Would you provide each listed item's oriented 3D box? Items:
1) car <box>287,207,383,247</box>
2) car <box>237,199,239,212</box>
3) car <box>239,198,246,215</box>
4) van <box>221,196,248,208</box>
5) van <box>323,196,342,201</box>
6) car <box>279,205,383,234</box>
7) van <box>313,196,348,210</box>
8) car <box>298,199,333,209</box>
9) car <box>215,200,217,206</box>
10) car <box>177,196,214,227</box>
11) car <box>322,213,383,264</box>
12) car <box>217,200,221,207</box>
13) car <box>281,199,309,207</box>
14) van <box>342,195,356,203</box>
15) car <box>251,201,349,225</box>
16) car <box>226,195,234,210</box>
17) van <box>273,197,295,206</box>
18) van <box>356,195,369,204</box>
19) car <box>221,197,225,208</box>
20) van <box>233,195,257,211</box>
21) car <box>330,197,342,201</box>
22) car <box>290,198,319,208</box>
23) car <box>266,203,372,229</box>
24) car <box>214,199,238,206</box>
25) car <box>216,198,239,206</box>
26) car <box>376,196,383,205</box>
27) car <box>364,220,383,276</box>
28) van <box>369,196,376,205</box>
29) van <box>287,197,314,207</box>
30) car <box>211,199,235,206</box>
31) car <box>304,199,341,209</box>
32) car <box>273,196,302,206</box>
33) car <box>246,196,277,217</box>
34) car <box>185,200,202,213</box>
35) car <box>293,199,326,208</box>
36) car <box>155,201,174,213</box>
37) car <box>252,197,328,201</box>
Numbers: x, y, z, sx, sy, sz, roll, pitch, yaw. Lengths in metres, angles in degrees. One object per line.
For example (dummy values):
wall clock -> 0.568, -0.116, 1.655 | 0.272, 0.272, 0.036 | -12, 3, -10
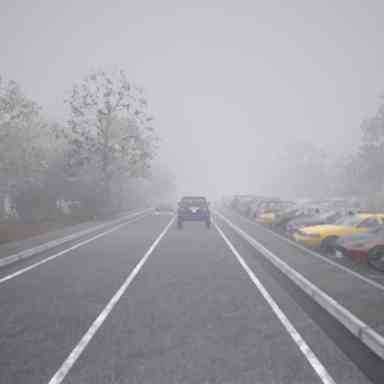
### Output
car -> 6.847, 1.527, 13.220 | 5.366, 1.575, 1.946 | 0, 0, 0
car -> 7.109, 1.637, 32.652 | 4.674, 1.452, 2.002 | 0, 0, 0
car -> 7.090, 1.587, 29.876 | 5.008, 1.535, 2.097 | 0, 0, 0
van -> 7.317, 1.754, 57.619 | 4.442, 1.987, 1.878 | 0, -1, 0
van -> 20.110, 1.477, 43.530 | 4.442, 1.987, 1.878 | 0, -1, 0
car -> 7.050, 1.540, 15.995 | 4.892, 1.521, 2.231 | 0, 0, 0
van -> 20.365, 1.585, 49.067 | 4.442, 1.987, 1.878 | 0, -1, 0
car -> 20.264, 1.919, 54.602 | 5.008, 1.535, 2.097 | 0, -1, 0
car -> 7.251, 2.118, 63.164 | 4.792, 1.488, 2.163 | 0, -1, 0
car -> 0.134, 1.287, 23.409 | 2.150, 2.045, 5.566 | 0, -1, 0
car -> 6.993, 1.550, 10.443 | 4.792, 1.488, 2.163 | 0, 0, 0
car -> 7.196, 1.925, 54.839 | 5.008, 1.535, 2.097 | 0, -1, 0
car -> 20.305, 2.136, 65.682 | 4.892, 1.521, 2.231 | 0, -1, 0
van -> 20.090, 1.387, 38.139 | 4.442, 1.987, 1.878 | 0, -1, 0
car -> 6.879, 1.555, 21.548 | 5.366, 1.575, 1.946 | 0, 0, 0
car -> 7.156, 1.364, 38.205 | 5.566, 2.045, 2.435 | 0, 0, 0
van -> 20.461, 2.099, 74.112 | 4.442, 1.987, 1.878 | 0, -1, 0
van -> 20.312, 1.377, 35.235 | 4.442, 1.987, 1.878 | 0, 0, 0
car -> 7.139, 1.847, 49.288 | 4.792, 1.488, 2.163 | 0, -1, 0
van -> 7.000, 1.380, 35.429 | 4.442, 1.987, 1.878 | 0, 0, 0
car -> 20.222, 1.648, 40.755 | 5.008, 1.535, 2.097 | 0, -1, 0
car -> 20.259, 1.901, 60.145 | 4.553, 1.767, 2.185 | 0, -1, 0
car -> 7.047, 1.550, 18.771 | 4.892, 1.521, 2.231 | 0, 0, 0
car -> 7.260, 2.260, 71.488 | 5.008, 1.535, 2.097 | 0, -1, 0
car -> 7.274, 2.073, 68.715 | 4.553, 1.767, 2.185 | 0, -1, 0
car -> 20.147, 1.333, 29.820 | 5.566, 2.045, 2.435 | 0, 0, 0
car -> 6.982, 1.540, 7.667 | 4.792, 1.488, 2.163 | 0, 0, 0
van -> 20.303, 1.368, 32.590 | 4.442, 1.987, 1.878 | 0, 0, 0
van -> 20.418, 1.855, 62.916 | 4.442, 1.987, 1.878 | 0, -1, 0
car -> 7.089, 2.405, 77.028 | 5.366, 1.575, 1.946 | 0, -1, 0
car -> 20.253, 1.866, 51.833 | 4.892, 1.521, 2.231 | 0, -1, 0
car -> 20.360, 2.000, 71.222 | 5.566, 2.045, 2.435 | 0, -2, 0
car -> 7.054, 1.452, 27.100 | 4.553, 1.767, 2.185 | 0, 0, 0
car -> 0.178, 1.790, 42.336 | 2.033, 1.411, 5.357 | 0, -1, 0
car -> 20.275, 1.975, 57.498 | 5.008, 1.535, 2.097 | 0, -1, 0
car -> -3.267, 1.778, 40.158 | 1.994, 1.385, 4.181 | 0, -1, 0
car -> 7.043, 1.442, 24.324 | 4.553, 1.767, 2.185 | 0, 0, 0
